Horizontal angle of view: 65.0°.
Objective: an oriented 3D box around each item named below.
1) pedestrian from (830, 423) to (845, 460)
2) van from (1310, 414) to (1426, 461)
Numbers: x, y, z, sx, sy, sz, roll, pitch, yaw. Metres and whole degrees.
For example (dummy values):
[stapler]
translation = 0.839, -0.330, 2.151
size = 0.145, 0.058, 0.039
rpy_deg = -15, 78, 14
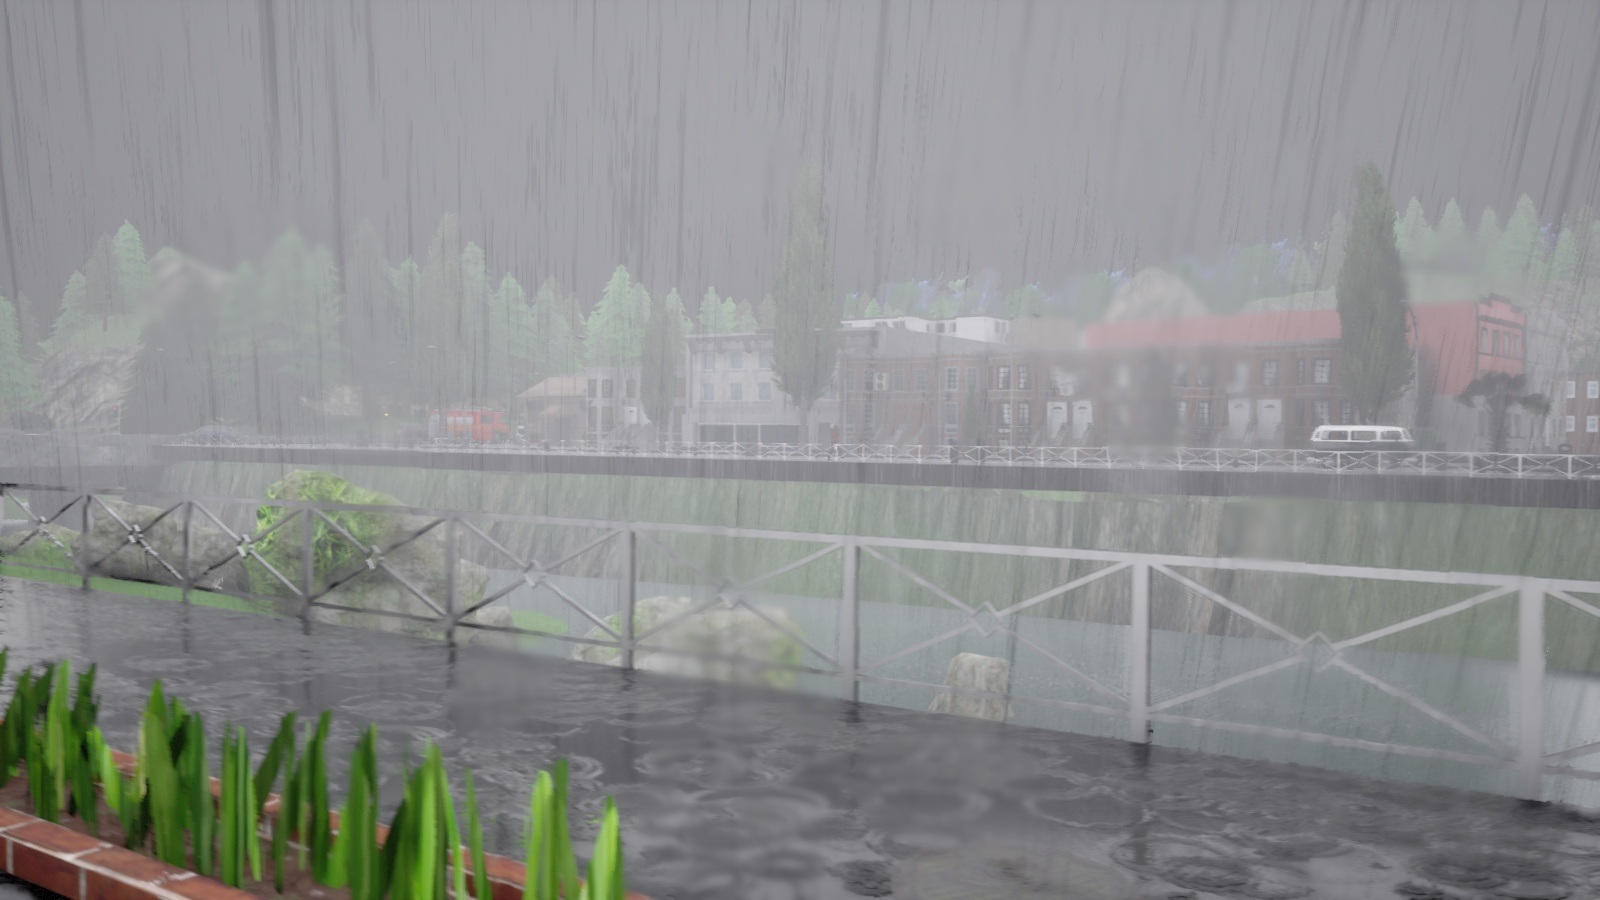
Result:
[pedestrian]
translation = 1.882, -0.428, 62.449
size = 0.636, 1.846, 0.331
rpy_deg = 0, 1, 34
[van]
translation = 25.532, -0.547, 56.488
size = 4.480, 2.038, 2.069
rpy_deg = 0, 1, 34
